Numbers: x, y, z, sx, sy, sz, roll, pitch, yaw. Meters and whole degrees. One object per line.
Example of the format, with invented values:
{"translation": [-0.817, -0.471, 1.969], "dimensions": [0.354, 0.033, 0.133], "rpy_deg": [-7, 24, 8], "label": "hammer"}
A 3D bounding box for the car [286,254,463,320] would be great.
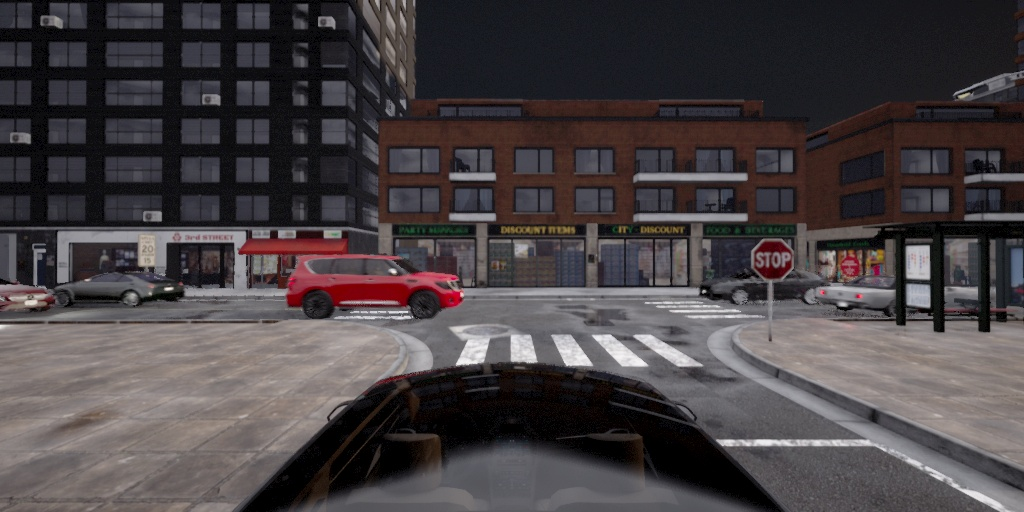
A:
{"translation": [-4.467, 0.965, 12.044], "dimensions": [5.566, 2.045, 2.150], "rpy_deg": [0, 0, 0], "label": "car"}

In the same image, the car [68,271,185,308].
{"translation": [-16.302, 1.344, 14.938], "dimensions": [4.181, 1.385, 1.994], "rpy_deg": [0, 0, 0], "label": "car"}

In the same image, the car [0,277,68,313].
{"translation": [-18.388, 1.290, 11.977], "dimensions": [4.674, 1.442, 1.812], "rpy_deg": [0, 0, 0], "label": "car"}

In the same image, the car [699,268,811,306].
{"translation": [10.498, 1.236, 15.076], "dimensions": [4.892, 1.490, 1.837], "rpy_deg": [0, 0, 0], "label": "car"}

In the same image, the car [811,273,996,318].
{"translation": [13.160, 1.306, 11.966], "dimensions": [4.718, 1.301, 1.895], "rpy_deg": [0, 0, -2], "label": "car"}
